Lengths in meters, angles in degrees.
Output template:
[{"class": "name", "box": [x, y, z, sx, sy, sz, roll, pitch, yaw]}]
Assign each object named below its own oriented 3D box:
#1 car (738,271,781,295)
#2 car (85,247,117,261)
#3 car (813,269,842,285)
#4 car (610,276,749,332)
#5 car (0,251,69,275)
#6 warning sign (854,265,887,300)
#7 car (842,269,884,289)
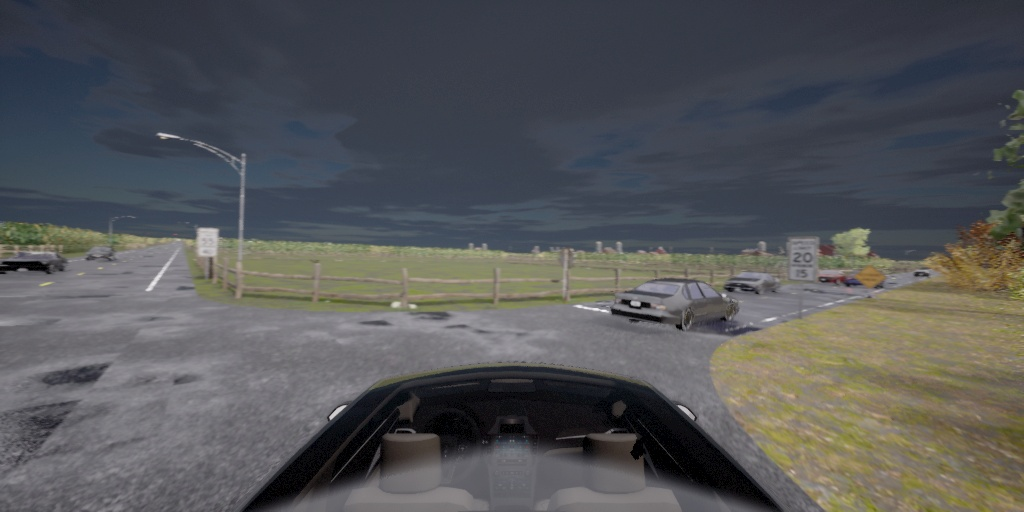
[{"class": "car", "box": [15.825, 1.712, 23.450, 5.357, 1.411, 2.033, 2, 0, -39]}, {"class": "car", "box": [-43.652, -0.257, 38.191, 1.837, 1.490, 4.892, 2, 0, -42]}, {"class": "car", "box": [32.484, 2.113, 36.637, 5.008, 1.535, 1.882, 2, 0, -38]}, {"class": "car", "box": [5.396, 1.431, 11.556, 5.357, 1.411, 2.033, 2, 0, -39]}, {"class": "car", "box": [-28.087, 0.392, 21.129, 1.895, 1.301, 4.718, 2, 0, -43]}, {"class": "warning sign", "box": [19.762, 1.440, 19.830, 1.060, 1.860, 1.300, 0, 0, -39]}, {"class": "car", "box": [32.662, 2.019, 33.164, 4.553, 1.767, 2.097, 2, 1, -38]}]
